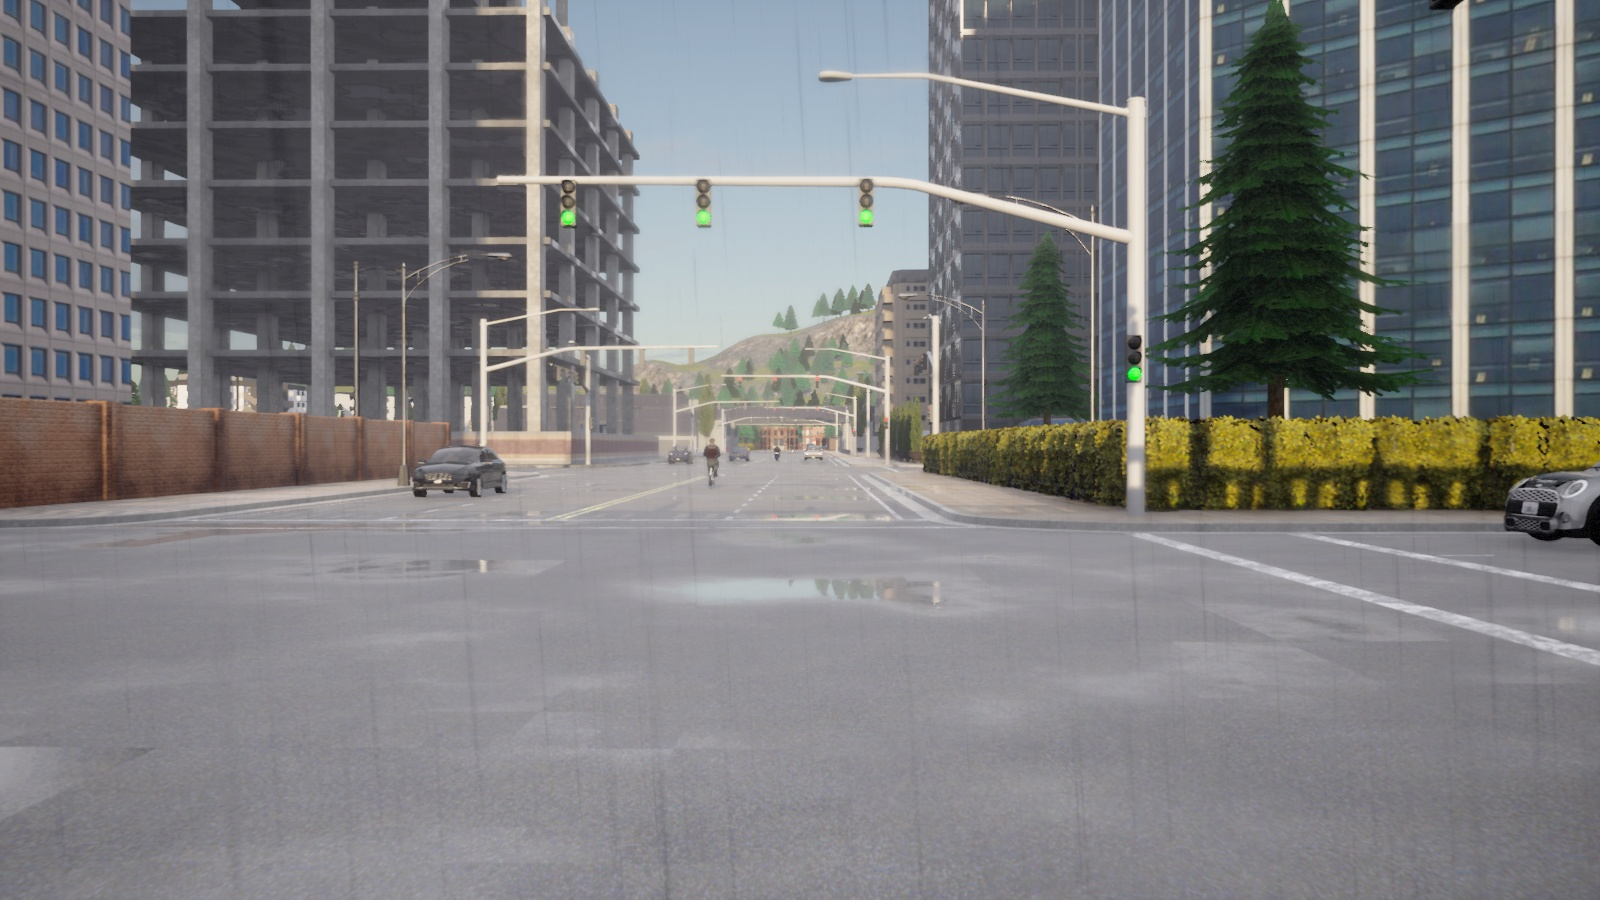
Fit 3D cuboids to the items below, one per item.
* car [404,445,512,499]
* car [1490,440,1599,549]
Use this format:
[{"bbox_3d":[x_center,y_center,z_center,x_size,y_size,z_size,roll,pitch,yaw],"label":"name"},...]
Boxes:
[{"bbox_3d":[-10.093,0.609,37.393,1.837,1.490,4.892,0,0,1],"label":"car"},{"bbox_3d":[12.327,0.603,17.972,3.806,1.475,1.970,0,0,1],"label":"car"}]
